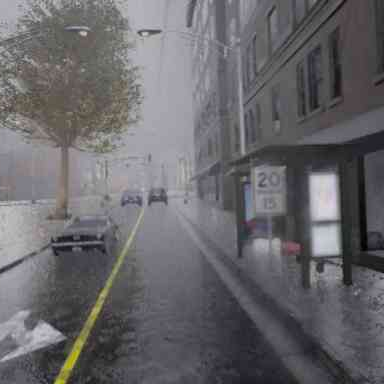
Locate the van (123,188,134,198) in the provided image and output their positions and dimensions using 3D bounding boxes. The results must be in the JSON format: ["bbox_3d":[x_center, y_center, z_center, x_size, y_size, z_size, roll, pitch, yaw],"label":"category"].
[{"bbox_3d":[-12.356,0.121,65.078,1.690,1.788,3.998,0,1,-6],"label":"van"}]

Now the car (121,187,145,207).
[{"bbox_3d":[-6.735,0.527,37.748,2.150,2.045,5.566,-2,2,-6],"label":"car"}]

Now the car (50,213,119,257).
[{"bbox_3d":[-4.099,1.581,13.337,1.895,1.301,4.718,-2,1,-6],"label":"car"}]

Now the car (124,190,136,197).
[{"bbox_3d":[-12.725,0.285,68.380,2.008,1.369,4.403,0,1,-6],"label":"car"}]

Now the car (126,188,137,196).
[{"bbox_3d":[-13.282,-0.020,73.330,2.192,1.841,5.009,0,1,-6],"label":"car"}]

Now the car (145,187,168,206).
[{"bbox_3d":[-3.924,0.418,38.076,2.150,2.045,5.566,-2,3,-6],"label":"car"}]
